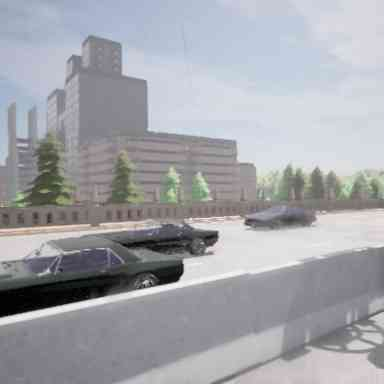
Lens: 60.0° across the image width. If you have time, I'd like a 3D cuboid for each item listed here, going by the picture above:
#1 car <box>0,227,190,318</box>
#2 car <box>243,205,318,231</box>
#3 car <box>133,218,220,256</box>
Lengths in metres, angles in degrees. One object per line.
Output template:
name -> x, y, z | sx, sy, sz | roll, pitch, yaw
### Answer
car -> -2.561, 1.617, 6.467 | 4.718, 1.301, 1.895 | 0, 0, -36
car -> 5.745, 1.567, 21.074 | 5.357, 1.411, 2.033 | 0, 0, -36
car -> -1.393, 1.622, 11.617 | 4.718, 1.301, 1.895 | 0, 0, -36
